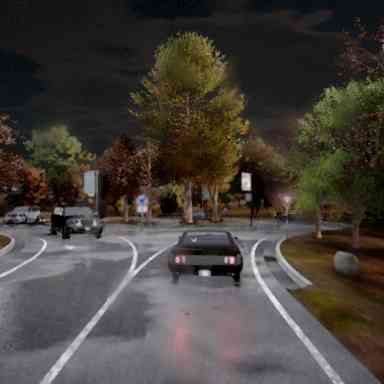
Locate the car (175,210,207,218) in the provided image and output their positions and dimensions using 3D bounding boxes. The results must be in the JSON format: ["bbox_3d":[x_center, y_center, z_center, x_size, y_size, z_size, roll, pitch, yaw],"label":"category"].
[{"bbox_3d":[-0.183,3.782,56.668,5.357,1.411,2.033,0,-3,12],"label":"car"}]

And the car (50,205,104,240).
[{"bbox_3d":[-7.429,1.838,21.149,2.150,2.045,5.566,3,-4,-34],"label":"car"}]

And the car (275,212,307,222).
[{"bbox_3d":[13.206,3.272,44.522,2.033,1.411,5.357,1,-3,-15],"label":"car"}]

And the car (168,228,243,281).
[{"bbox_3d":[0.489,1.768,10.381,1.895,1.301,4.718,0,-2,4],"label":"car"}]

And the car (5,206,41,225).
[{"bbox_3d":[-19.614,2.676,38.835,2.150,2.045,5.566,0,-3,-4],"label":"car"}]
